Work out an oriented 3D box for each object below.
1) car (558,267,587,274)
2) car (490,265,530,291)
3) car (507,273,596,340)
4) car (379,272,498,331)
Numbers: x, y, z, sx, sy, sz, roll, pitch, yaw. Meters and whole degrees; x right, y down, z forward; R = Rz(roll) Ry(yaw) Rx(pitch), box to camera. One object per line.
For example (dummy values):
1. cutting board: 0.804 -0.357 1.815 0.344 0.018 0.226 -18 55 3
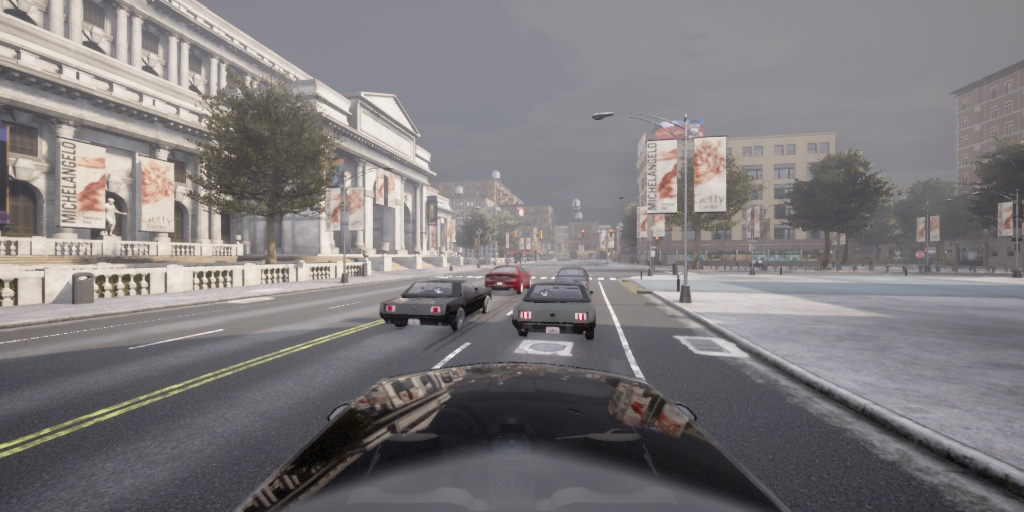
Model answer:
1. car: 3.279 1.297 19.436 2.033 1.411 5.357 0 0 12
2. car: -0.114 1.228 20.251 1.882 1.535 5.008 0 0 12
3. car: 1.335 1.351 10.088 1.895 1.301 4.718 0 0 11
4. car: -2.009 1.351 11.102 1.895 1.301 4.718 0 0 11
